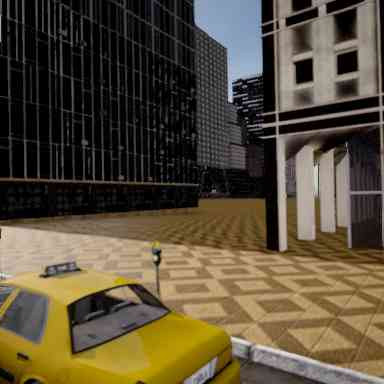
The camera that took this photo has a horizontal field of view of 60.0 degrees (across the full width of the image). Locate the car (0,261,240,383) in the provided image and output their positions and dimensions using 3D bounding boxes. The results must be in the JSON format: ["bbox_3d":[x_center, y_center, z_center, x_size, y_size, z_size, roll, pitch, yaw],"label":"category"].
[{"bbox_3d":[-1.806,1.554,4.171,4.829,1.417,1.752,-1,-1,35],"label":"car"}]
